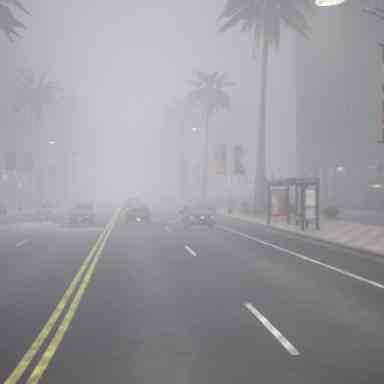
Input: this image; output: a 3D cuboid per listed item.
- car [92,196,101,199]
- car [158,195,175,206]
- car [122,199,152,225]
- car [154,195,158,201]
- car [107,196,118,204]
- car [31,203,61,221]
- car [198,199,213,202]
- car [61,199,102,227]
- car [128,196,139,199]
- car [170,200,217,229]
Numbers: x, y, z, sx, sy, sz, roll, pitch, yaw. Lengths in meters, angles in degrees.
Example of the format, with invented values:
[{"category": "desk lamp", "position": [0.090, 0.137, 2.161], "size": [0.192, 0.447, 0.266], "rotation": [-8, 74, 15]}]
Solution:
[{"category": "car", "position": [-19.584, 1.521, 68.190], "size": [1.812, 1.442, 4.674], "rotation": [0, 0, -10]}, {"category": "car", "position": [-4.455, 1.288, 61.193], "size": [2.185, 1.767, 4.553], "rotation": [0, 0, -11]}, {"category": "car", "position": [-3.914, 1.495, 23.880], "size": [1.837, 1.490, 4.892], "rotation": [0, 1, -11]}, {"category": "car", "position": [-8.289, 1.438, 82.786], "size": [2.161, 1.482, 4.786], "rotation": [0, 0, -11]}, {"category": "car", "position": [-15.373, 1.495, 64.571], "size": [1.837, 1.490, 4.892], "rotation": [0, 1, -11]}, {"category": "car", "position": [-12.072, 1.635, 28.253], "size": [1.895, 1.301, 4.718], "rotation": [0, 0, -11]}, {"category": "car", "position": [1.078, 1.423, 32.343], "size": [2.231, 1.521, 4.892], "rotation": [0, 0, -11]}, {"category": "car", "position": [-7.572, 1.517, 23.383], "size": [1.837, 1.490, 4.892], "rotation": [0, 0, -11]}, {"category": "car", "position": [-7.396, 1.334, 42.063], "size": [2.097, 1.767, 4.553], "rotation": [0, 0, -11]}, {"category": "car", "position": [0.115, 1.513, 21.514], "size": [2.033, 1.411, 5.357], "rotation": [0, 0, -11]}]
